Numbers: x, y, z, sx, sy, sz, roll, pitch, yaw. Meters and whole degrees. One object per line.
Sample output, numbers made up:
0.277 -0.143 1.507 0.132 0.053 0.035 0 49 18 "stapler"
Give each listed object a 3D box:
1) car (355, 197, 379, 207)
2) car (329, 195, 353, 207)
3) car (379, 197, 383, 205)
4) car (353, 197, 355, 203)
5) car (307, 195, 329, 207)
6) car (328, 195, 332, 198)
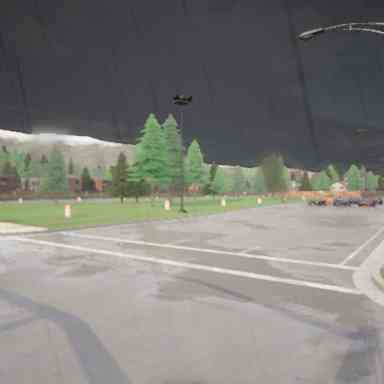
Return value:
26.408 1.590 50.204 1.994 1.385 4.181 0 0 35 "car"
23.360 1.557 51.959 1.812 1.442 4.674 0 0 35 "car"
32.840 1.577 59.341 2.033 1.411 5.357 0 0 35 "car"
29.511 1.582 60.691 2.033 1.411 5.357 0 0 35 "car"
20.050 1.637 53.334 1.895 1.301 4.718 0 0 35 "car"
25.788 1.391 61.483 2.097 1.767 4.553 0 0 35 "car"
